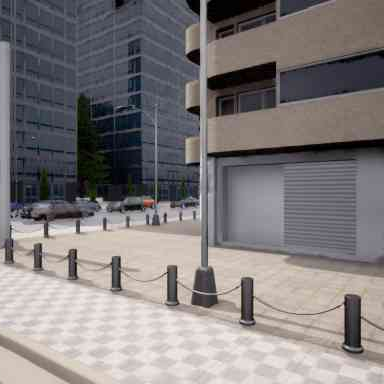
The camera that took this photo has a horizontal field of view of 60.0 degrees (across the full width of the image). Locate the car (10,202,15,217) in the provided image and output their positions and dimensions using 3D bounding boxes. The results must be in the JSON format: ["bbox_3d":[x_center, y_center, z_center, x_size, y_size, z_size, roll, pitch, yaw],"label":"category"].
[{"bbox_3d":[-12.376,1.436,28.394,2.128,1.511,4.902,0,0,36],"label":"car"}]

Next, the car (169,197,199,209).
[{"bbox_3d":[-0.962,1.449,44.194,1.837,1.490,4.892,0,0,36],"label":"car"}]

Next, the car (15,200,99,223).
[{"bbox_3d":[-10.066,1.492,25.271,2.033,1.411,5.357,0,0,36],"label":"car"}]

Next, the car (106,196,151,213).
[{"bbox_3d":[-7.034,1.297,35.796,2.097,1.767,4.553,0,0,36],"label":"car"}]

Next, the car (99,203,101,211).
[{"bbox_3d":[-11.709,1.508,35.291,1.994,1.385,4.181,0,0,36],"label":"car"}]

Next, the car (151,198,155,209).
[{"bbox_3d":[-6.767,1.297,42.140,2.097,1.767,4.553,0,0,36],"label":"car"}]

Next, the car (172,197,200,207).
[{"bbox_3d":[-0.802,1.470,50.370,1.812,1.442,4.674,0,0,36],"label":"car"}]
